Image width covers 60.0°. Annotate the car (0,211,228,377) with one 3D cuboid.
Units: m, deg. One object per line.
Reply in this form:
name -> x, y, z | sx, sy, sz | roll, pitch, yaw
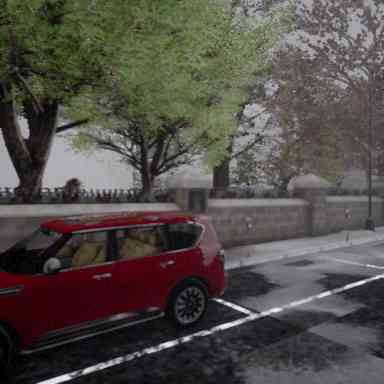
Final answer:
car -> -1.665, 1.302, 5.349 | 5.009, 1.841, 2.192 | -1, 1, -35
